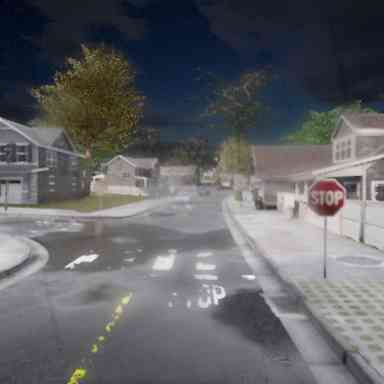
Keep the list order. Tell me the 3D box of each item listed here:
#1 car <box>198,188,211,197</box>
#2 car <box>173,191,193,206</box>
[{"bbox_3d":[2.336,0.039,61.439,2.128,1.511,4.902,0,1,9],"label":"car"},{"bbox_3d":[-0.912,0.692,35.782,1.812,1.442,4.674,0,2,5],"label":"car"}]
